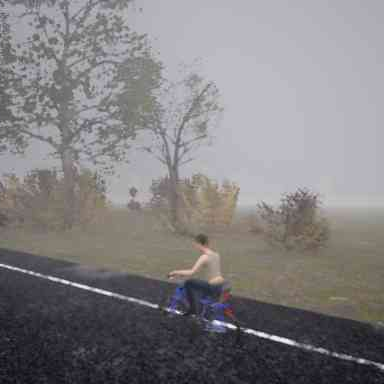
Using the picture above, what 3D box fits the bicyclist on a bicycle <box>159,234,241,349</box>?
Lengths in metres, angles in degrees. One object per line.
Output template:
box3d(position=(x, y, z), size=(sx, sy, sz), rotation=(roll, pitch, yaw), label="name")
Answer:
box3d(position=(0.074, 1.433, 5.027), size=(1.509, 1.612, 0.866), rotation=(0, 0, 35), label="bicyclist on a bicycle")
